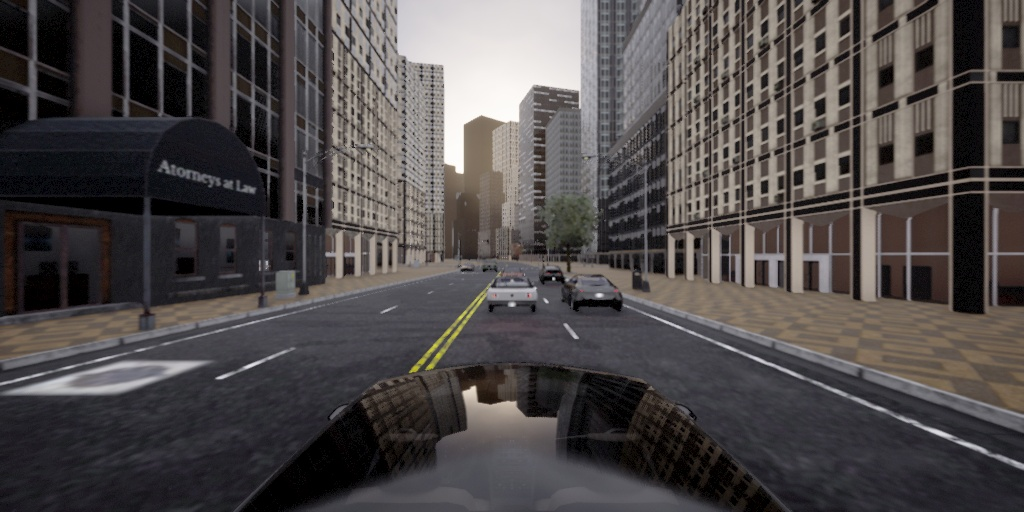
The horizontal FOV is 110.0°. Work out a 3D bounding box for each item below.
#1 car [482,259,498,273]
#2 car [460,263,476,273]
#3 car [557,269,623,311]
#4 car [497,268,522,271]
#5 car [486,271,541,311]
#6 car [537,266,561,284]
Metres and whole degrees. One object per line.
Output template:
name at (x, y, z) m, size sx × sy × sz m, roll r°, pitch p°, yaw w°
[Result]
car at (-3.342, 1.452, 54.472) m, size 2.150 × 2.045 × 5.566 m, roll 0°, pitch 0°, yaw 0°
car at (-6.584, 1.781, 54.215) m, size 2.033 × 1.411 × 5.357 m, roll 0°, pitch 0°, yaw 0°
car at (3.272, 1.447, 15.345) m, size 1.994 × 1.385 × 4.181 m, roll 0°, pitch 0°, yaw 1°
car at (0.019, 1.624, 30.087) m, size 1.895 × 1.301 × 4.718 m, roll 0°, pitch -1°, yaw 0°
car at (0.018, 1.481, 15.084) m, size 1.895 × 1.301 × 4.718 m, roll 0°, pitch -1°, yaw 0°
car at (3.273, 1.532, 30.348) m, size 1.837 × 1.490 × 4.892 m, roll 0°, pitch 0°, yaw 0°
